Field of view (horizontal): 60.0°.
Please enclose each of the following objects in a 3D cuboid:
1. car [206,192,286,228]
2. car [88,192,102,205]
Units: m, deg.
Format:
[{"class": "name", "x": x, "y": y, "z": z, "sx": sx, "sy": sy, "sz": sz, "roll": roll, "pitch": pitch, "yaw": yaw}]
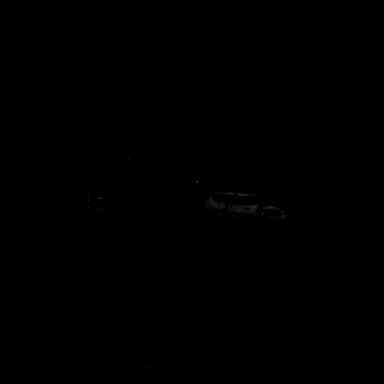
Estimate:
[{"class": "car", "x": 3.159, "y": 1.071, "z": 20.687, "sx": 2.150, "sy": 2.045, "sz": 5.566, "roll": 1, "pitch": 2, "yaw": -35}, {"class": "car", "x": -13.885, "y": 0.791, "z": 44.965, "sx": 2.097, "sy": 1.767, "sz": 4.553, "roll": 1, "pitch": 0, "yaw": -35}]
